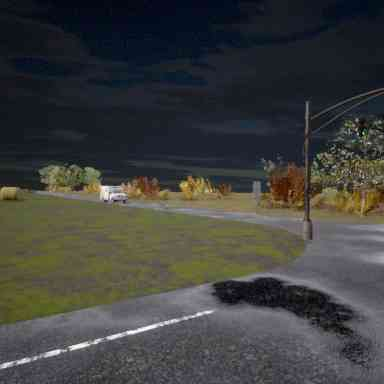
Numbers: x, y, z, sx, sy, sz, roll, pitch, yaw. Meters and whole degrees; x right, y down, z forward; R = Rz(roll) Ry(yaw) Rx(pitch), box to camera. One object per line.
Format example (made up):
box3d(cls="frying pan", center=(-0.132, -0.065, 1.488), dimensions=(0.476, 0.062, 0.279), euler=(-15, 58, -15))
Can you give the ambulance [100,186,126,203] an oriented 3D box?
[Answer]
box3d(cls="ambulance", center=(-11.828, 0.345, 50.093), dimensions=(2.351, 2.431, 6.366), euler=(2, 0, -32))
